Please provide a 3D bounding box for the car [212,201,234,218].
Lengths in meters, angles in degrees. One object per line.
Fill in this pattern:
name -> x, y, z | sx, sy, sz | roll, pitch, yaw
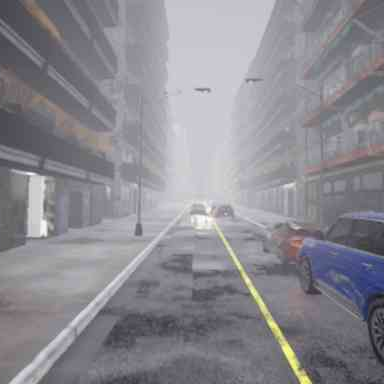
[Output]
car -> 3.436, 1.932, 35.450 | 1.837, 1.490, 4.892 | 1, 0, 2

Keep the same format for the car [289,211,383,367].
car -> 3.637, 1.347, 5.943 | 2.150, 2.045, 5.566 | 1, -1, 1

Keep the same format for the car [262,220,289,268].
car -> 3.753, 1.712, 11.909 | 1.812, 1.442, 4.674 | 1, -1, 1

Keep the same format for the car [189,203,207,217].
car -> 0.697, 1.952, 37.579 | 2.033, 1.411, 5.357 | 1, -1, 1
